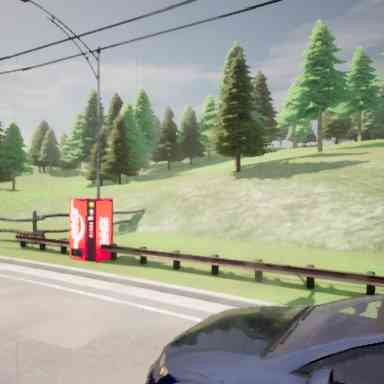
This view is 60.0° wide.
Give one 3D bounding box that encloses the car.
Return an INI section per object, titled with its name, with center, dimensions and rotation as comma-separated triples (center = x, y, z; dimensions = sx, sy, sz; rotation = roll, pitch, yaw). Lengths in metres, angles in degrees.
[car]
center = 1.618, 1.562, 2.554
dimensions = 4.181, 1.385, 1.994
rotation = 0, 0, 34

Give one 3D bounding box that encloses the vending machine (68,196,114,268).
[vending machine]
center = -3.180, 1.190, 10.516
dimensions = 0.880, 2.100, 1.100
rotation = 0, 0, 30
